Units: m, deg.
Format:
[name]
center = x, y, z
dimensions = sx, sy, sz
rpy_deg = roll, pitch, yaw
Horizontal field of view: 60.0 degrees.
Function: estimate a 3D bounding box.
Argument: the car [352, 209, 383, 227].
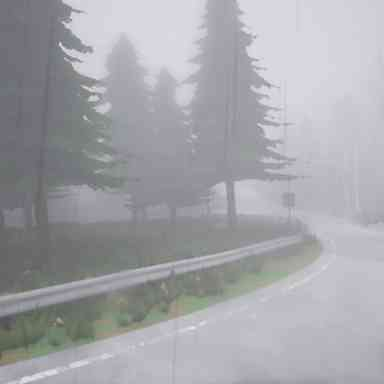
[car]
center = 14.064, 1.978, 26.155
dimensions = 1.895, 1.301, 4.718
rpy_deg = -3, -2, 12
